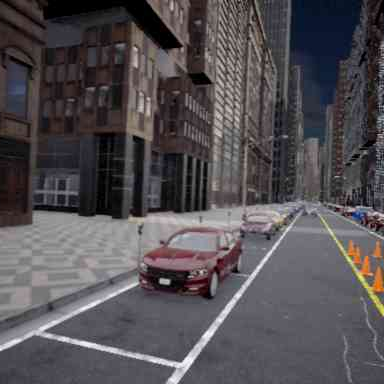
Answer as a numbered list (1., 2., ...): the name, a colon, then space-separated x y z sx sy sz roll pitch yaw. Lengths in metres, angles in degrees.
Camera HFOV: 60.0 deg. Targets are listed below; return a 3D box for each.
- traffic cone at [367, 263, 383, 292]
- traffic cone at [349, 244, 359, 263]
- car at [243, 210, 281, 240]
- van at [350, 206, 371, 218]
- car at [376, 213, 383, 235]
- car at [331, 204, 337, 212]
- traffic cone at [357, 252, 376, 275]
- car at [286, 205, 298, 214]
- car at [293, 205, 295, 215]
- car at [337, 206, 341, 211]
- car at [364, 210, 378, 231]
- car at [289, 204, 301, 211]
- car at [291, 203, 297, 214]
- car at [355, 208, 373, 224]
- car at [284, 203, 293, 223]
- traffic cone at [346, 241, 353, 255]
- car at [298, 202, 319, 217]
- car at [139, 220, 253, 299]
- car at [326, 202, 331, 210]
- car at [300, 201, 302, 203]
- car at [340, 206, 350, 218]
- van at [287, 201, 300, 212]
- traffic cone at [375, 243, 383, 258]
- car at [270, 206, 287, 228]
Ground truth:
1. traffic cone: 4.840 2.248 8.630 0.340 0.580 0.340 2 -1 20
2. traffic cone: 6.174 2.342 12.400 0.340 0.580 0.340 2 -1 20
3. car: 3.940 1.939 19.476 1.802 1.307 4.206 3 -1 20
4. van: 19.457 2.545 37.754 1.690 1.788 3.998 3 -1 20
5. car: 13.899 2.338 22.074 1.752 1.417 4.829 3 -1 20
6. car: 30.660 3.539 69.430 1.887 1.381 4.507 3 -1 20
7. traffic cone: 5.507 2.295 10.515 0.340 0.580 0.340 2 -1 20
8. car: 17.020 2.860 56.431 1.802 1.307 4.206 3 -1 20
9. car: 9.547 2.297 35.314 1.887 1.381 4.507 3 -1 20
10. car: 25.059 3.039 53.592 1.967 1.590 4.097 3 -1 20
11. car: 15.710 2.485 27.193 1.887 1.381 4.507 3 -1 20
12. car: 20.758 3.108 66.990 1.947 1.339 4.313 3 -1 20
13. car: 11.416 2.428 40.594 1.887 1.381 4.507 3 -1 20
14. car: 17.579 2.617 32.472 1.887 1.381 4.507 3 -1 20
15. car: 7.684 2.061 30.035 1.967 1.590 4.097 3 -1 20
16. traffic cone: 6.842 2.389 14.285 0.340 0.580 0.340 2 -1 20
17. car: 16.538 2.656 46.794 2.128 1.511 4.902 2 -1 20
18. car: 0.204 1.639 8.918 1.887 1.381 4.507 3 -1 20
19. car: 36.265 3.956 85.269 1.947 1.339 4.313 2 -1 20
20. car: 18.895 2.850 61.712 1.967 1.590 4.097 3 -1 20
21. car: 23.185 3.012 48.312 1.887 1.381 4.507 3 -1 20
22. van: 15.163 2.488 51.154 1.690 1.788 3.998 3 -1 20
23. traffic cone: 7.783 2.426 13.950 0.340 0.580 0.340 2 -1 20
24. car: 5.754 2.010 24.595 1.752 1.417 4.829 3 -1 20
